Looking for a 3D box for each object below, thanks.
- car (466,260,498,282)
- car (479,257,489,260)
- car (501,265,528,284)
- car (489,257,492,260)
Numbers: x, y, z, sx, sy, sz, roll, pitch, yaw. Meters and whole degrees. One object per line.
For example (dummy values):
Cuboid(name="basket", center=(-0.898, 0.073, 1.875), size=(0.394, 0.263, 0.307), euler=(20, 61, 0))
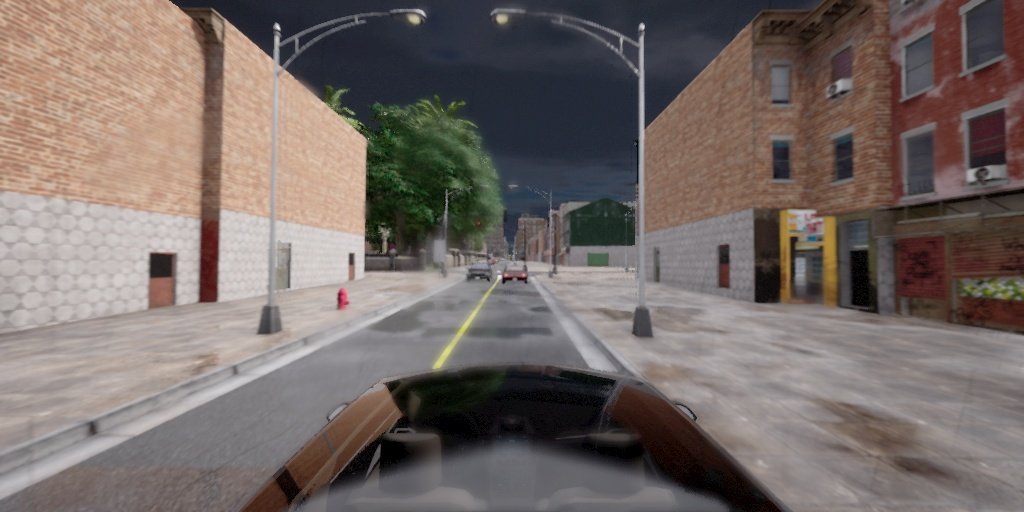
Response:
Cuboid(name="car", center=(-2.523, 1.273, 29.276), size=(2.033, 1.411, 5.357), euler=(0, 0, 0))
Cuboid(name="car", center=(-5.084, 1.271, 55.455), size=(2.007, 1.370, 4.403), euler=(0, 0, 0))
Cuboid(name="car", center=(0.233, 1.344, 26.934), size=(1.895, 1.301, 4.718), euler=(0, 0, 1))
Cuboid(name="car", center=(-5.054, 1.278, 62.590), size=(2.007, 1.370, 4.403), euler=(0, 0, 0))
